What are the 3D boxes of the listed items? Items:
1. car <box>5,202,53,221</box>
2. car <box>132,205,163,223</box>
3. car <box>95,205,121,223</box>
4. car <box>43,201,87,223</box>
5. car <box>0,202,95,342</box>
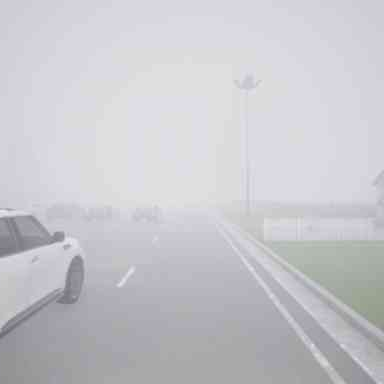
[{"bbox_3d":[-13.915,1.613,28.723,1.812,1.442,4.674,0,0,0],"label":"car"},{"bbox_3d":[-3.416,1.680,26.155,1.895,1.301,4.718,0,0,0],"label":"car"},{"bbox_3d":[-6.916,1.680,26.154,1.895,1.301,4.718,0,0,0],"label":"car"},{"bbox_3d":[-10.416,1.590,27.765,1.837,1.490,4.892,0,0,0],"label":"car"},{"bbox_3d":[-3.434,1.238,5.021,2.150,2.045,5.566,0,0,1],"label":"car"}]
